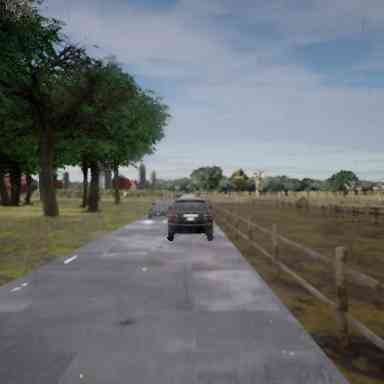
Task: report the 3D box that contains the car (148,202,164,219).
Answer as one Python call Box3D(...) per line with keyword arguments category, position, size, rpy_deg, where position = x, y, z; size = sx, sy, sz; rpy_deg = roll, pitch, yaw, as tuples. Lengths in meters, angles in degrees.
Box3D(category="car", position=(-2.895, 1.663, 30.732), size=(1.837, 1.490, 4.892), rpy_deg=(0, -1, 0))

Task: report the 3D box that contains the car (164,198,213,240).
Box3D(category="car", position=(-0.075, 1.315, 17.648), size=(2.150, 2.045, 5.566), rpy_deg=(0, 0, 0))
